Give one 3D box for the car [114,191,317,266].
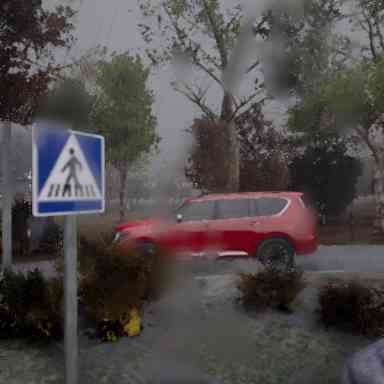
[{"bbox_3d":[0.546,1.079,9.309,5.566,2.045,2.150,-3,0,2],"label":"car"}]
